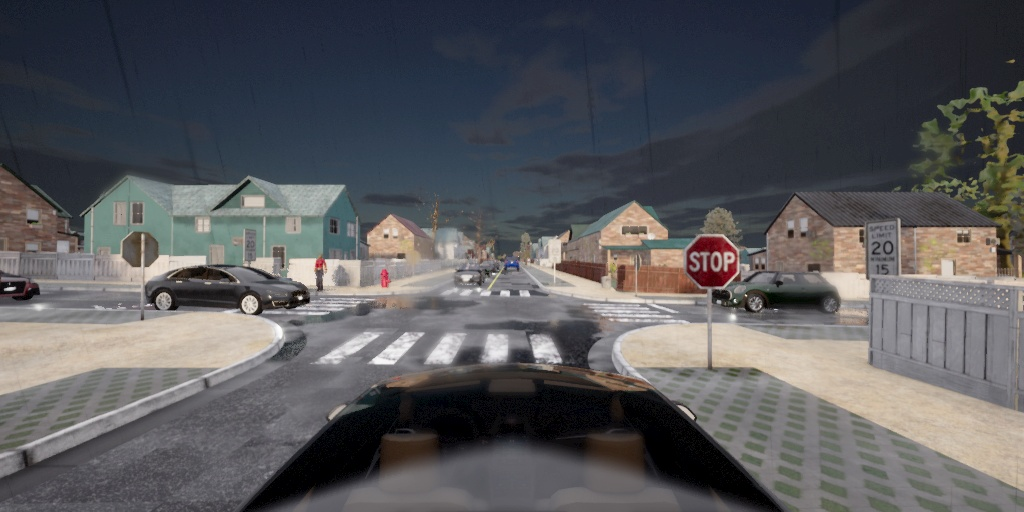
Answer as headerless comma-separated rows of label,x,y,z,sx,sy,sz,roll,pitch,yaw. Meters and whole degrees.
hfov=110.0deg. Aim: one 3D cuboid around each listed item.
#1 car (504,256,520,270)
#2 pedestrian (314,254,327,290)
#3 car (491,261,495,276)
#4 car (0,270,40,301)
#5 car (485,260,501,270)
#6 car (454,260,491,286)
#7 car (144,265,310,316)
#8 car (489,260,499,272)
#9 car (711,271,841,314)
car,-0.025,1.061,54.206,2.150,2.045,5.566,0,0,0
pedestrian,-9.667,0.777,18.063,0.375,1.860,0.375,0,-2,0
car,-2.922,1.384,34.977,1.895,1.301,4.718,0,0,0
car,-19.049,0.897,12.171,4.181,1.385,1.994,1,-1,-1
car,-2.929,1.333,55.283,2.128,1.511,4.902,0,0,0
car,-2.902,1.258,25.279,2.128,1.511,4.902,0,0,0
car,-9.193,1.051,11.747,4.892,1.490,1.837,1,-1,6
car,-2.945,1.313,45.098,1.837,1.490,4.892,0,0,0
car,10.976,1.405,15.162,4.553,1.767,2.097,1,-1,-1
